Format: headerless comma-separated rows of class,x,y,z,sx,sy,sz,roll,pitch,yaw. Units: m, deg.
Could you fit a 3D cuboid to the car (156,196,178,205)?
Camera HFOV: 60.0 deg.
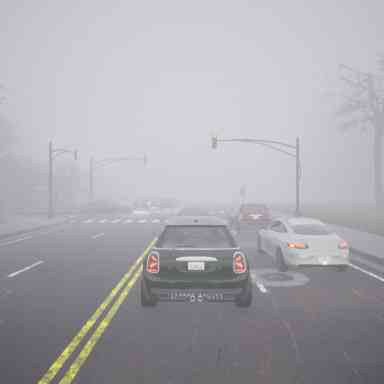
car,-3.273,1.495,43.853,1.837,1.490,4.892,0,0,0

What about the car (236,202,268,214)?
car,3.342,1.351,19.468,2.097,1.767,4.553,0,0,0

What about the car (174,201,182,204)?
car,0.071,1.477,17.387,1.882,1.535,5.008,0,0,0

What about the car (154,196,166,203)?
car,-6.400,1.518,67.282,2.033,1.411,5.357,0,0,0

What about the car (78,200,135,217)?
car,-8.047,1.493,31.055,4.902,1.511,2.128,0,0,-12

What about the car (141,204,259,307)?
car,0.090,1.352,8.122,2.097,1.767,4.553,0,0,0

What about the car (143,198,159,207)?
car,-6.497,1.583,53.292,1.895,1.301,4.718,0,0,0

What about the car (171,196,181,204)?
car,-3.173,1.496,66.140,1.812,1.442,4.674,0,0,1

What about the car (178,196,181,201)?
car,-3.253,1.472,53.156,2.128,1.511,4.902,0,0,0

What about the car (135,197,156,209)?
car,-6.531,1.482,44.018,2.128,1.511,4.902,0,0,1

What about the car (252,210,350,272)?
car,3.351,1.525,10.674,1.812,1.442,4.674,0,0,0
